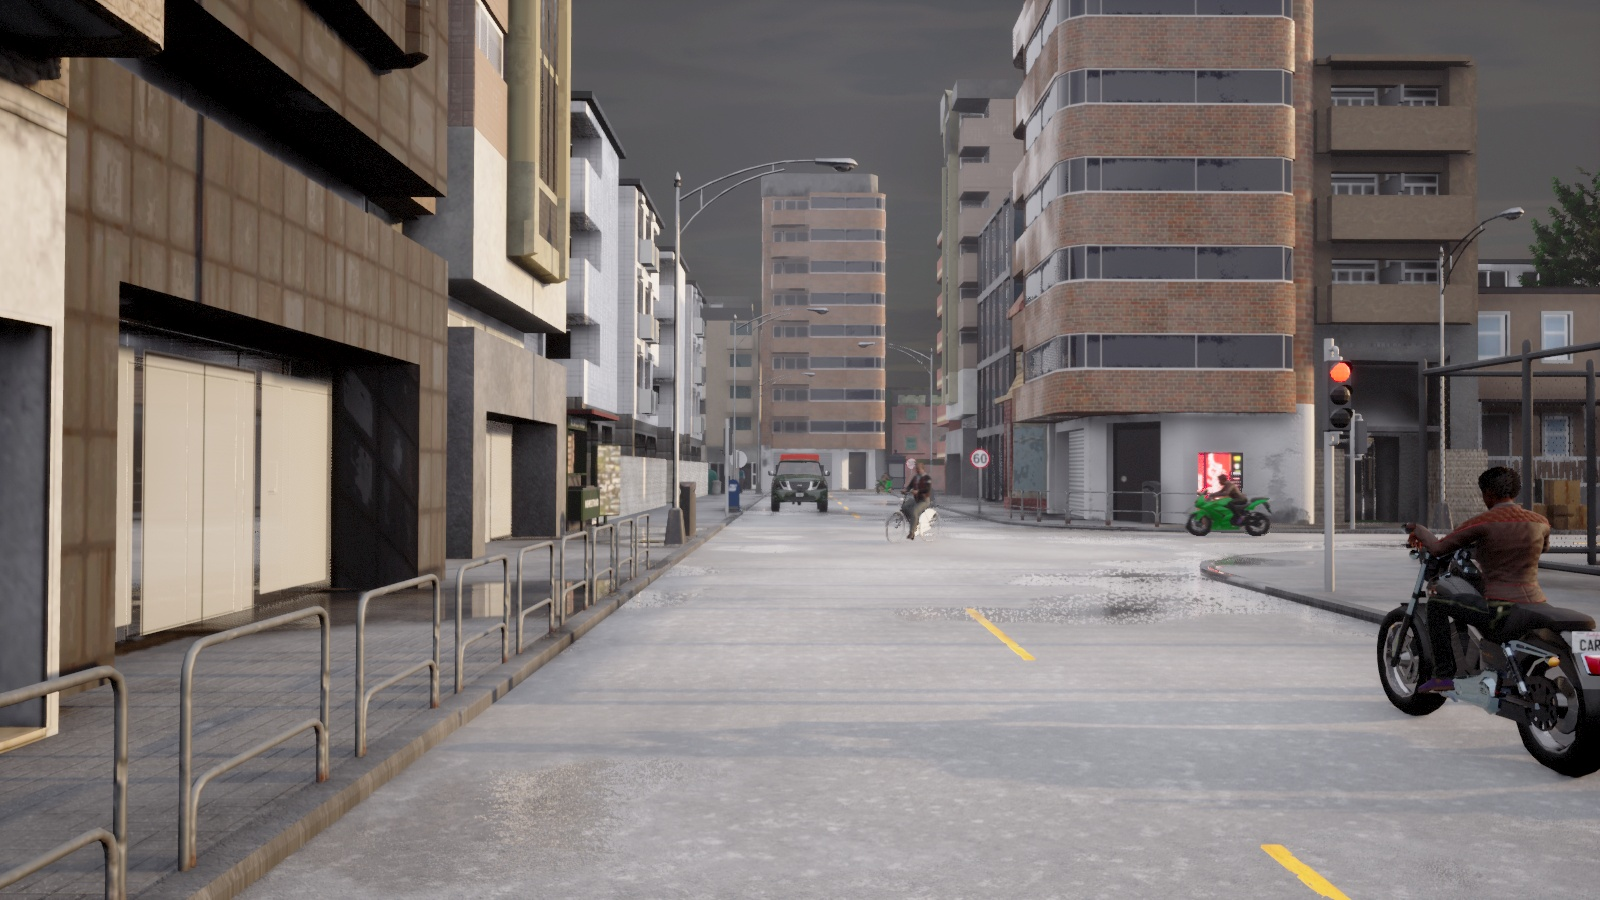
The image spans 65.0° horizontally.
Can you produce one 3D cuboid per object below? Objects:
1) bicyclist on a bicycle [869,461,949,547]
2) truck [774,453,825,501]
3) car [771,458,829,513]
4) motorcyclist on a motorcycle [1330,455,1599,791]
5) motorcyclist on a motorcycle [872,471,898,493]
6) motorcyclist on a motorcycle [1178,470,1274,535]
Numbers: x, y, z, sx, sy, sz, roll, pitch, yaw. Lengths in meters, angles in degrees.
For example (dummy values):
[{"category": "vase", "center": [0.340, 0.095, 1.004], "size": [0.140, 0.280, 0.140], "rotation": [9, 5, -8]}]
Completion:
[{"category": "bicyclist on a bicycle", "center": [2.359, 1.128, 26.985], "size": [0.659, 1.776, 1.843], "rotation": [1, 0, 44]}, {"category": "truck", "center": [-0.009, 1.455, 67.330], "size": [2.627, 2.467, 5.204], "rotation": [0, -1, 0]}, {"category": "car", "center": [-0.029, 1.368, 49.796], "size": [2.150, 2.045, 5.566], "rotation": [0, -1, -1]}, {"category": "motorcyclist on a motorcycle", "center": [3.999, 0.872, 7.367], "size": [0.766, 1.649, 2.350], "rotation": [0, -1, 0]}, {"category": "motorcyclist on a motorcycle", "center": [6.007, 2.256, 88.560], "size": [0.797, 1.523, 2.044], "rotation": [1, 0, 36]}, {"category": "motorcyclist on a motorcycle", "center": [10.263, 1.264, 30.318], "size": [2.044, 1.523, 0.797], "rotation": [0, -2, 2]}]
